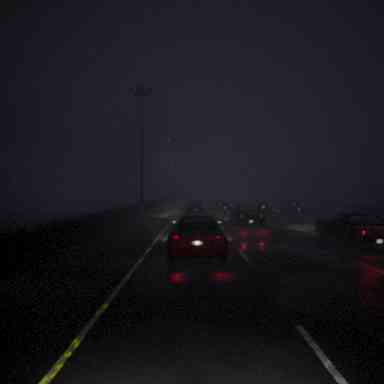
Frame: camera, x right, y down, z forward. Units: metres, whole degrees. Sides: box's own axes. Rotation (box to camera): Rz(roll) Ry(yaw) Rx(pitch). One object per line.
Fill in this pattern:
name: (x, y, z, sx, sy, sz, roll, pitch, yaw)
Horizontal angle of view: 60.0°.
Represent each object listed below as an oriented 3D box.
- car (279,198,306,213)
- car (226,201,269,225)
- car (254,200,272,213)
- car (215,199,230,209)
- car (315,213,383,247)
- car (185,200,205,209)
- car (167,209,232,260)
car: (10.846, 1.455, 36.055, 1.837, 1.490, 4.892, 0, 0, 0)
car: (3.757, 1.568, 23.194, 1.895, 1.301, 4.718, 0, 0, 0)
car: (7.347, 1.511, 36.144, 1.994, 1.385, 4.181, 0, 0, 0)
car: (3.881, 1.529, 41.119, 1.895, 1.301, 4.718, 0, 0, 0)
car: (7.198, 1.584, 14.932, 1.895, 1.301, 4.718, 0, 0, 0)
car: (0.325, 1.474, 33.050, 1.812, 1.442, 4.674, 0, 0, 0)
car: (0.180, 1.545, 12.274, 1.994, 1.385, 4.181, 0, 0, 0)
